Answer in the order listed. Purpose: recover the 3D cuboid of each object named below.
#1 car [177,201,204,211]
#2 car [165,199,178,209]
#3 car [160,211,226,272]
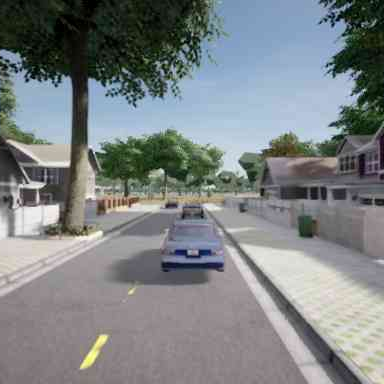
[{"bbox_3d":[0.070,1.571,29.523,2.128,1.511,4.902,0,0,0],"label":"car"},{"bbox_3d":[-2.813,1.726,47.669,1.895,1.301,4.718,0,0,1],"label":"car"},{"bbox_3d":[0.045,1.578,10.914,2.033,1.411,5.357,0,0,0],"label":"car"}]
